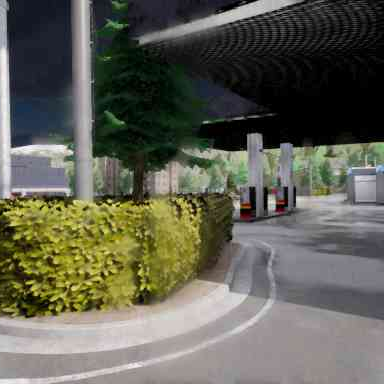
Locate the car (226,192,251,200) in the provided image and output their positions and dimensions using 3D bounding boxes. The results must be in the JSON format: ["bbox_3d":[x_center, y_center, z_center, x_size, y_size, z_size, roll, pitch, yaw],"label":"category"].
[{"bbox_3d":[9.248,0.812,66.473,4.514,1.523,2.007,-1,1,35],"label":"car"}]

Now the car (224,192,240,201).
[{"bbox_3d":[7.475,0.851,63.885,5.027,1.636,2.152,-1,1,35],"label":"car"}]

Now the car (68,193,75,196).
[{"bbox_3d":[-24.201,1.124,63.855,3.866,1.878,1.905,-1,1,35],"label":"car"}]

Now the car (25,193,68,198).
[{"bbox_3d":[-14.737,1.183,33.565,3.866,1.878,1.905,-1,1,35],"label":"car"}]

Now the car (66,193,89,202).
[{"bbox_3d":[-22.855,1.103,66.463,4.605,1.855,1.932,-1,1,35],"label":"car"}]
